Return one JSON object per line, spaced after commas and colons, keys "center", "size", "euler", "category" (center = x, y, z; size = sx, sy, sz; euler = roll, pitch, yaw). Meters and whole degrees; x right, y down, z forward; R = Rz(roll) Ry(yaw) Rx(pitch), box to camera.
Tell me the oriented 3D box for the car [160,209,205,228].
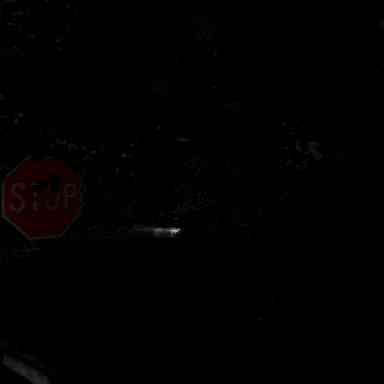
{"center": [-0.763, 2.238, 29.214], "size": [1.882, 1.535, 5.008], "euler": [-1, -3, 35], "category": "car"}
